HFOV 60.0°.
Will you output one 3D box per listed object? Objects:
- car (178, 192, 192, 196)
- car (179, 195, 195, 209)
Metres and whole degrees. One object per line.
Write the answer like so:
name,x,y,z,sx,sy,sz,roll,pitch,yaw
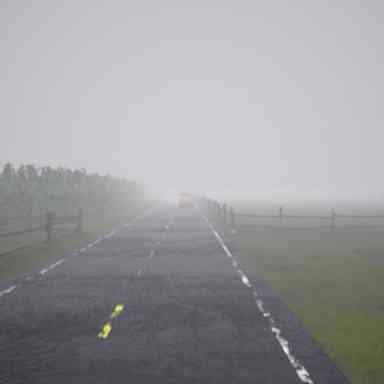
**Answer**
car,-0.964,1.044,52.932,2.150,2.045,5.566,0,0,-2
car,-0.642,1.461,42.926,1.895,1.301,4.718,0,0,-2
